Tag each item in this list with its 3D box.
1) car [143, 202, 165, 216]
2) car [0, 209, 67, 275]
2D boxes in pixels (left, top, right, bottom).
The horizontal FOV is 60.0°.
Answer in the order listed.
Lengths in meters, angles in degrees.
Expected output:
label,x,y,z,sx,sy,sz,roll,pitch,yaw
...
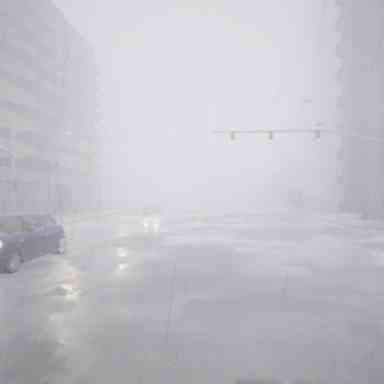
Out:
label,x,y,z,sx,sy,sz,roll,pitch,yaw
car,-4.167,1.864,36.936,2.128,1.511,4.902,-1,0,4
car,-6.042,1.502,11.040,2.097,1.767,4.553,-1,-1,4
